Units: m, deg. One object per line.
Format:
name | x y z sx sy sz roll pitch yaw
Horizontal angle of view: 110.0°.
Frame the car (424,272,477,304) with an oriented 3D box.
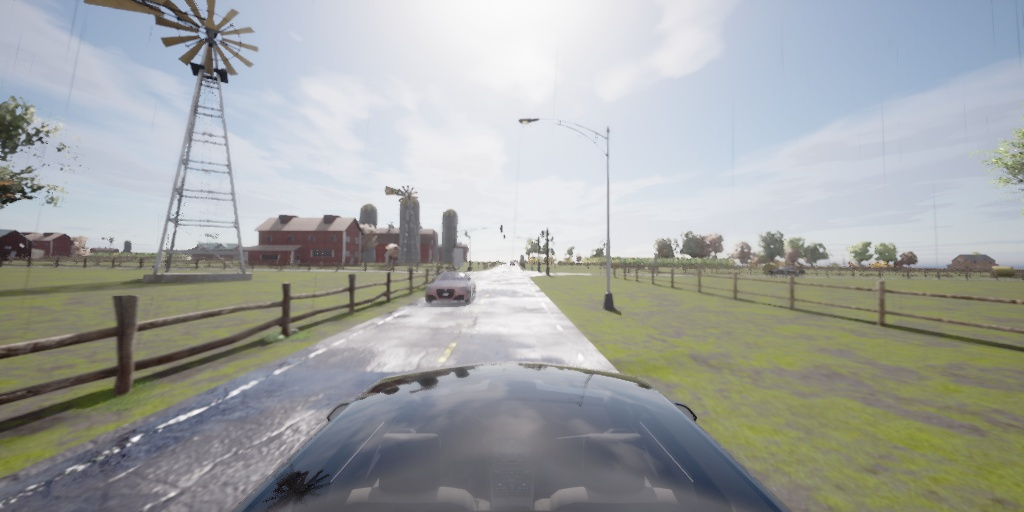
car | -2.844 1.474 17.357 1.994 1.385 4.181 0 -1 0
